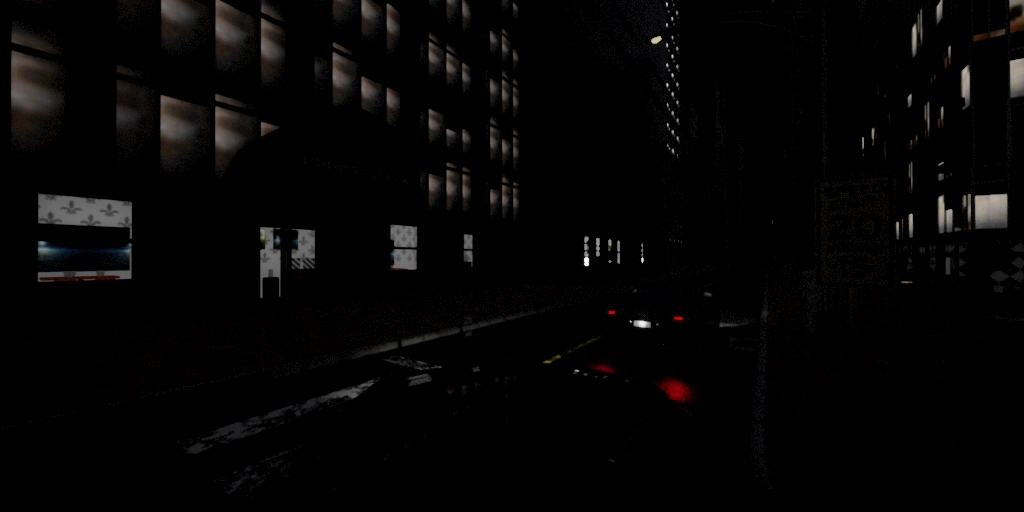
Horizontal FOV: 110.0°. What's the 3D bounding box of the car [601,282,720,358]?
[{"bbox_3d":[3.746,1.320,8.735,1.994,1.385,4.181,0,0,36],"label":"car"}]
